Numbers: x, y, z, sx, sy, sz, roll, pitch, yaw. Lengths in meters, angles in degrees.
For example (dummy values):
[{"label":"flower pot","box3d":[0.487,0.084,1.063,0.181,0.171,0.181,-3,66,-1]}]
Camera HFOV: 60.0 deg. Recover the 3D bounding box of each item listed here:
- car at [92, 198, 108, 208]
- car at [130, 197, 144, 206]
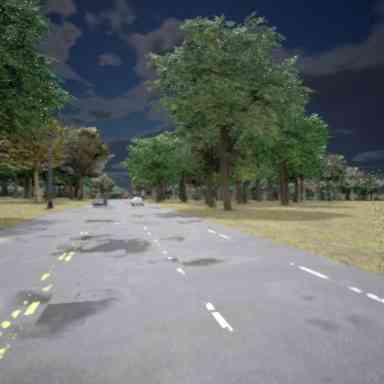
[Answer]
[{"label":"car","box3d":[-14.326,1.687,51.958,1.994,1.385,4.181,-1,0,-6]},{"label":"car","box3d":[-9.363,1.612,56.730,1.812,1.442,4.674,-1,0,-13]}]
